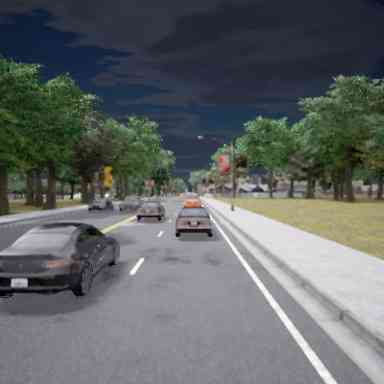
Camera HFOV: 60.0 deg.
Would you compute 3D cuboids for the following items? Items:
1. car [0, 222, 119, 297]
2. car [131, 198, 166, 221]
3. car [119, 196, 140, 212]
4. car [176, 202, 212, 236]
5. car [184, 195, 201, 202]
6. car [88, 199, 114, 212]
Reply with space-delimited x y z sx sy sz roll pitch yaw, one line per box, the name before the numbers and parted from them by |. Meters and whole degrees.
car | -3.152 1.489 8.370 1.812 1.442 4.674 0 0 0
car | -3.154 1.441 26.215 2.033 1.411 5.357 0 0 0
car | -6.550 1.219 36.295 2.097 1.767 4.553 0 0 1
car | 0.096 1.470 17.698 2.033 1.411 5.357 0 0 0
car | 0.092 1.208 41.873 2.097 1.767 4.553 0 0 0
car | -9.803 1.433 36.082 1.994 1.385 4.181 0 0 1
